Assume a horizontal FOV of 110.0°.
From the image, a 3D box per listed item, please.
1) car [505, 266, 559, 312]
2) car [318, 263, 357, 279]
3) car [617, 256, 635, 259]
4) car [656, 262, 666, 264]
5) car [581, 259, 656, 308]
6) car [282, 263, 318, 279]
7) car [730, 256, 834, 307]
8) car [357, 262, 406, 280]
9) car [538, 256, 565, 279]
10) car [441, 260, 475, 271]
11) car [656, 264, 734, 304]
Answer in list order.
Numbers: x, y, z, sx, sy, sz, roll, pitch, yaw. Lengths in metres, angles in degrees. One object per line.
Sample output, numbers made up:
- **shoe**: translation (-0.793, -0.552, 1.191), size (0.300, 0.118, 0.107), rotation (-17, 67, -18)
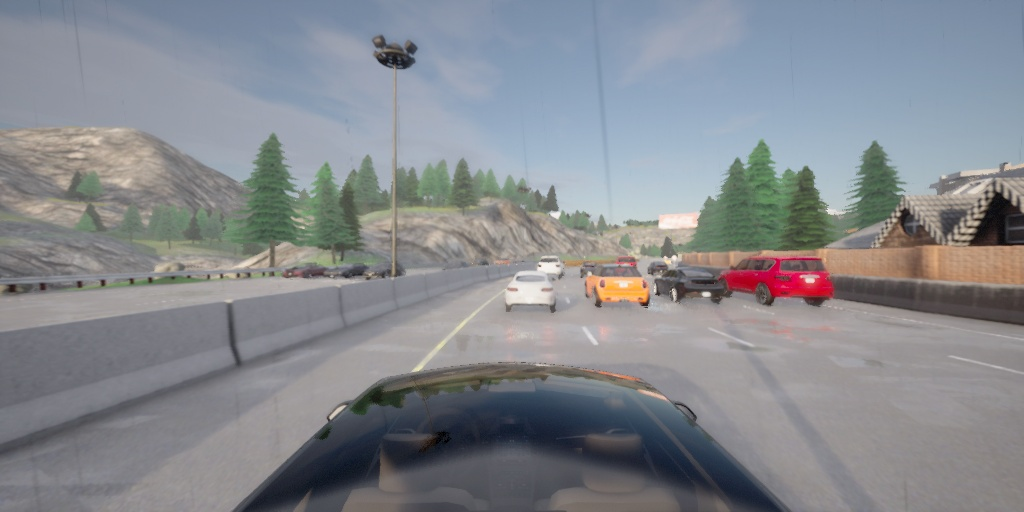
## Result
- **car**: translation (0.793, 1.298, 14.364), size (1.812, 1.442, 4.674), rotation (0, 0, 5)
- **car**: translation (-14.563, 1.308, 32.535), size (2.033, 1.411, 5.357), rotation (0, 0, 11)
- **car**: translation (11.675, 1.060, 36.945), size (2.150, 2.045, 5.566), rotation (0, 0, 14)
- **car**: translation (15.826, 1.358, 38.870), size (1.837, 1.490, 4.892), rotation (0, 0, 15)
- **car**: translation (4.449, 1.137, 15.776), size (2.097, 1.767, 4.553), rotation (0, 0, 5)
- **car**: translation (-18.188, 1.313, 31.886), size (1.994, 1.385, 4.181), rotation (0, 0, 10)
- **car**: translation (11.478, 1.026, 16.140), size (2.150, 2.045, 5.566), rotation (0, 0, 6)
- **car**: translation (-11.132, 1.273, 31.659), size (1.837, 1.490, 4.892), rotation (0, 0, 11)
- **car**: translation (3.779, 1.034, 33.912), size (2.150, 2.045, 5.566), rotation (0, 0, 12)
- **car**: translation (-6.008, 1.299, 38.922), size (1.837, 1.490, 4.892), rotation (0, 0, 14)
- **car**: translation (8.050, 1.301, 16.792), size (1.837, 1.490, 4.892), rotation (0, 0, 6)
